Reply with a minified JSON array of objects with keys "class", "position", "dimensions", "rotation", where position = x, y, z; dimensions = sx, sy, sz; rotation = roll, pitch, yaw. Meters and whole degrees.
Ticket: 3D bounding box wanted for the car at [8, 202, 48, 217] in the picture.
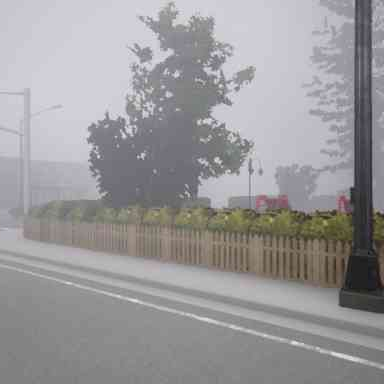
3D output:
[{"class":"car","position":[-13.989,1.598,30.301],"dimensions":[1.895,1.301,4.718],"rotation":[0,0,35]}]
